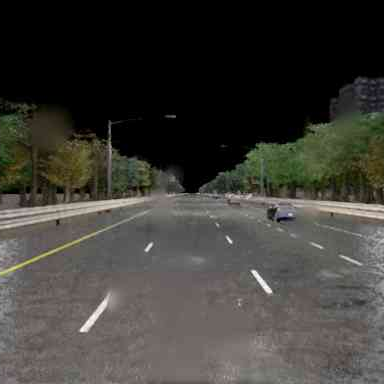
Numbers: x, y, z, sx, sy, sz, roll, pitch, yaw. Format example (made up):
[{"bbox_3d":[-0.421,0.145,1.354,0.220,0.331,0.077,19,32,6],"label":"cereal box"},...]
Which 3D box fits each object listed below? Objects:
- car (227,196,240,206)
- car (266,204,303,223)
[{"bbox_3d":[7.091,1.594,57.209,2.033,1.411,5.357,0,0,0],"label":"car"},{"bbox_3d":[7.002,1.582,25.601,1.994,1.385,4.181,0,0,0],"label":"car"}]
